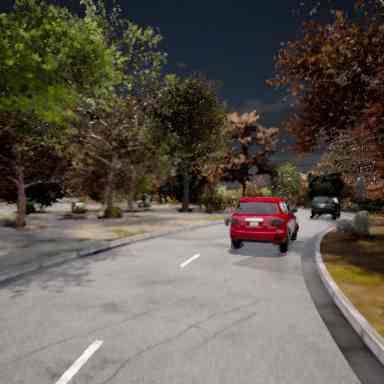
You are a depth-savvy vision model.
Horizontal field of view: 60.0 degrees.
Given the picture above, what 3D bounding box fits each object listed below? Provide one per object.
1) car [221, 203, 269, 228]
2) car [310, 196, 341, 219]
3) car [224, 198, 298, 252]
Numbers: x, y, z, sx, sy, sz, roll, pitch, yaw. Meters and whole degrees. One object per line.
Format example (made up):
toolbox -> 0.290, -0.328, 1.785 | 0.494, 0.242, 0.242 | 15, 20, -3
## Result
car -> 3.891, 1.613, 23.783 | 1.812, 1.442, 4.674 | 0, 0, 30
car -> 12.752, 1.398, 31.672 | 2.150, 2.045, 5.566 | 0, 0, 29
car -> 3.273, 1.265, 14.527 | 2.150, 2.045, 5.566 | 0, 0, 23
